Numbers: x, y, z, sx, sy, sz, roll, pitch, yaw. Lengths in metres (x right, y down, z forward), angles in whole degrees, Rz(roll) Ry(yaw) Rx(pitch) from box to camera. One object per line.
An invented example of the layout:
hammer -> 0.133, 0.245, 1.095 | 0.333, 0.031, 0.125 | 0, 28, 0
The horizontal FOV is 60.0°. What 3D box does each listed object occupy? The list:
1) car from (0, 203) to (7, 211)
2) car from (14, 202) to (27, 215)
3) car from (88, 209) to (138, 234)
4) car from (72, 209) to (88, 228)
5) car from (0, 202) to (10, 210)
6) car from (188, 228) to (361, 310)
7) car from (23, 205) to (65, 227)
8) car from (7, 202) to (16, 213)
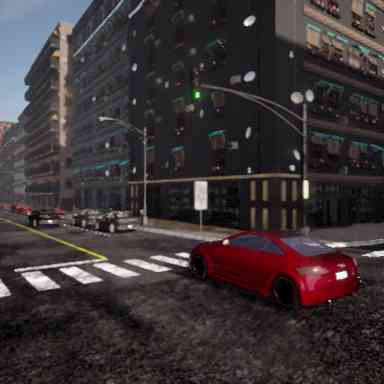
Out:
car -> -38.010, 3.112, 68.107 | 1.802, 1.307, 4.206 | -1, 0, -36
car -> -24.899, 2.610, 49.795 | 1.887, 1.381, 4.507 | -1, 0, -36
car -> -5.126, 1.942, 22.403 | 2.008, 1.369, 4.403 | -1, 0, -36
car -> -8.352, 2.049, 26.895 | 2.008, 1.369, 4.403 | -1, 0, -36
car -> -41.292, 3.089, 72.685 | 1.967, 1.590, 4.097 | -2, 0, -36
car -> 1.714, 1.574, 8.035 | 1.994, 1.385, 4.181 | 0, 0, -36
car -> -12.409, 2.094, 27.758 | 1.837, 1.490, 4.892 | 0, -2, -36
car -> -28.184, 2.495, 54.375 | 2.192, 1.841, 5.009 | -1, 0, -36
